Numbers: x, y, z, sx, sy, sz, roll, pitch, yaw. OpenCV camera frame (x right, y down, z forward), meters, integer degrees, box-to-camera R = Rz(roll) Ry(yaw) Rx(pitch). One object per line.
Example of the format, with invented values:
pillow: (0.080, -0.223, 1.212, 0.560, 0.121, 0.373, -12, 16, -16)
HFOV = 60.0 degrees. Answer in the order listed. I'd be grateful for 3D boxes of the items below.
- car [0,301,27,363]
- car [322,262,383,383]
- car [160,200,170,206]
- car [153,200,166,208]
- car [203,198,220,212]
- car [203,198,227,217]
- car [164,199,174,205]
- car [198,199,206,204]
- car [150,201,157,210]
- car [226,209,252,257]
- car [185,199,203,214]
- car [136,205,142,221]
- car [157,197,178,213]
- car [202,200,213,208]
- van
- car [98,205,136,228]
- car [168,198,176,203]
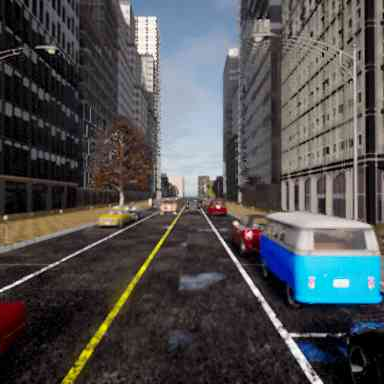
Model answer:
car: (-3.101, 1.625, 2.138, 1.895, 1.301, 4.718, 0, -1, 0)
car: (2.693, 1.590, 2.157, 1.947, 1.339, 4.313, 0, -1, 0)
car: (-5.671, 2.284, 70.473, 1.802, 1.307, 4.206, 0, -1, 0)
car: (-5.674, 2.161, 59.091, 1.947, 1.339, 4.313, 0, -1, 0)
car: (2.705, 1.801, 47.696, 2.192, 1.841, 5.009, 0, -1, 0)
car: (2.703, 1.689, 36.311, 2.192, 1.841, 5.009, 0, -1, 0)
car: (-5.669, 2.358, 81.859, 2.008, 1.369, 4.403, 0, -1, 0)
car: (2.714, 2.424, 87.536, 1.947, 1.339, 4.313, 0, -1, 0)
car: (-5.675, 2.092, 53.399, 2.008, 1.369, 4.403, 0, -1, 0)
car: (2.696, 1.584, 13.543, 1.967, 1.590, 4.097, 0, -1, 0)
car: (0.110, 1.917, 41.603, 2.128, 1.511, 4.902, 0, -1, 0)
car: (-5.681, 1.868, 30.631, 2.008, 1.369, 4.403, 0, -1, 0)
car: (-3.077, 1.810, 44.912, 2.097, 1.767, 4.553, 0, 0, 0)
car: (2.707, 2.122, 59.246, 1.752, 1.417, 4.829, 0, -1, 0)
van: (2.695, 1.426, 7.853, 1.690, 1.788, 3.998, 0, -1, 0)
car: (-5.682, 1.784, 24.768, 1.752, 1.417, 4.829, 0, -1, 0)
car: (-5.666, 2.455, 93.243, 1.887, 1.381, 4.507, 0, -1, 0)
